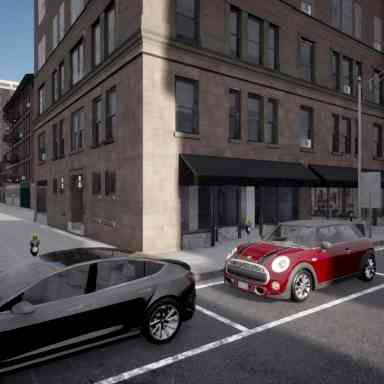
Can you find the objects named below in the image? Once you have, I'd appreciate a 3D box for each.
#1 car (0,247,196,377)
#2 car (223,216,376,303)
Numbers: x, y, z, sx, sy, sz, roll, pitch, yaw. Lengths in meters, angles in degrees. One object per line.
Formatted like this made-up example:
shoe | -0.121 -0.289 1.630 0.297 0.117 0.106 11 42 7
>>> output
car | -1.915 1.566 4.826 4.313 1.339 1.947 0 0 -36
car | 2.688 1.440 8.157 4.097 1.590 1.967 0 0 -36
